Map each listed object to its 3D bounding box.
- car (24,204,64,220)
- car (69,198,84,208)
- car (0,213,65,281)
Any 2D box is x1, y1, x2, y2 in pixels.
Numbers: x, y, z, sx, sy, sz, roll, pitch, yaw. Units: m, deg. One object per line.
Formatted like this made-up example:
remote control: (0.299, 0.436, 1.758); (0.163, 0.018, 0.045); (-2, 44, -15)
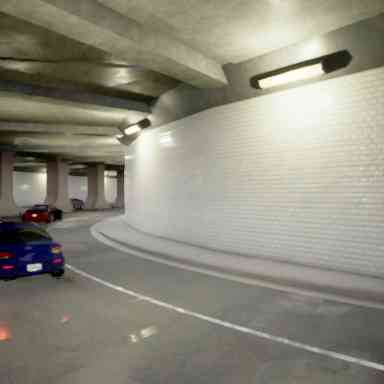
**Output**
car: (-11.206, 1.614, 25.297); (1.994, 1.385, 4.181); (0, 0, -6)
car: (-17.994, 1.625, 49.332); (1.812, 1.442, 4.674); (0, 0, 18)
car: (-5.012, 1.544, 9.282); (1.812, 1.442, 4.674); (0, 0, -39)
